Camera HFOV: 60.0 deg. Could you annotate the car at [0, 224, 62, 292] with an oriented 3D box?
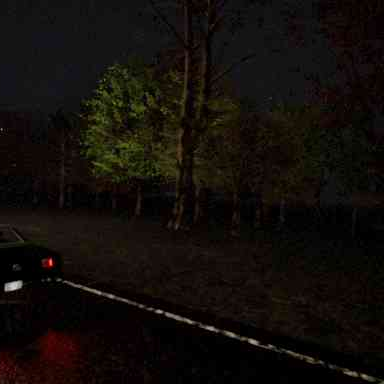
[{"bbox_3d":[-5.003,1.334,7.276,4.718,1.301,1.895,2,0,35],"label":"car"}]
